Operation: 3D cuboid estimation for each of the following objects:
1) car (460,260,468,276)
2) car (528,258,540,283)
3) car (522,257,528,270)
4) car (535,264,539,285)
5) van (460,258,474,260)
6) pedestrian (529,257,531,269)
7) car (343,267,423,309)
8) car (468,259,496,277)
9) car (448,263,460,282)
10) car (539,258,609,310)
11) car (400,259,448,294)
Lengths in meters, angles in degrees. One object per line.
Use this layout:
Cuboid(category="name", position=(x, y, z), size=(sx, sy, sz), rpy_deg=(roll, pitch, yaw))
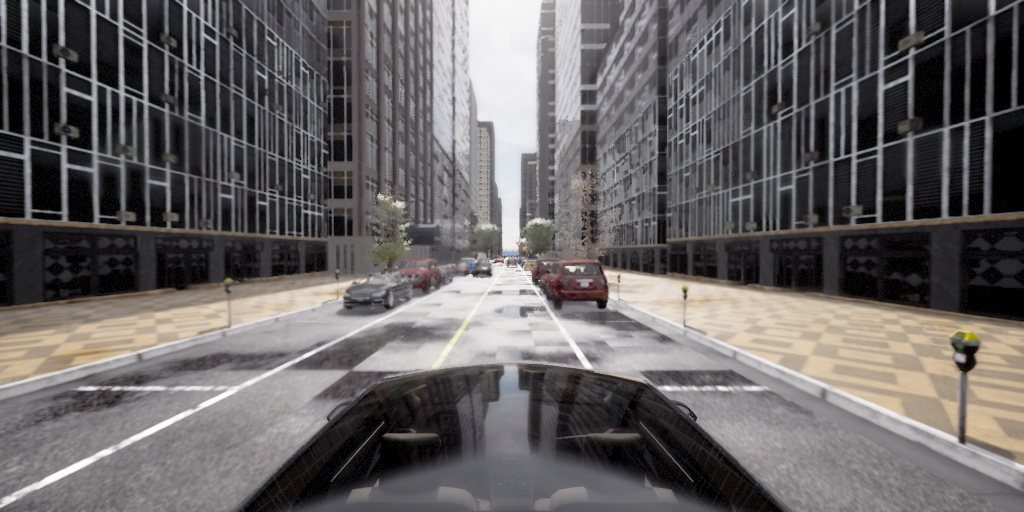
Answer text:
Cuboid(category="car", position=(-5.316, 1.354, 37.359), size=(1.802, 1.307, 4.207), rpy_deg=(0, 0, 0))
Cuboid(category="car", position=(2.532, 1.077, 26.092), size=(2.192, 1.841, 5.009), rpy_deg=(0, 0, 0))
Cuboid(category="car", position=(2.750, 1.240, 52.210), size=(1.801, 1.575, 5.366), rpy_deg=(0, 0, 0))
Cuboid(category="car", position=(2.532, 1.341, 20.443), size=(1.802, 1.307, 4.207), rpy_deg=(0, 0, 0))
Cuboid(category="van", position=(-5.316, 1.117, 43.007), size=(1.690, 1.789, 3.998), rpy_deg=(0, 0, 0))
Cuboid(category="pedestrian", position=(2.750, 1.080, 55.191), size=(0.375, 1.860, 0.375), rpy_deg=(-1, 1, 0))
Cuboid(category="car", position=(-5.316, 1.306, 14.765), size=(2.007, 1.370, 4.403), rpy_deg=(0, 0, 0))
Cuboid(category="car", position=(-2.844, 1.275, 35.256), size=(1.837, 1.490, 4.892), rpy_deg=(0, 0, 0))
Cuboid(category="car", position=(-5.316, 1.313, 26.062), size=(2.007, 1.370, 4.403), rpy_deg=(0, 0, 0))
Cuboid(category="car", position=(2.532, 1.070, 14.795), size=(2.192, 1.841, 5.009), rpy_deg=(0, 0, 0))
Cuboid(category="car", position=(-5.316, 1.074, 20.414), size=(2.192, 1.841, 5.009), rpy_deg=(0, 0, 0))
